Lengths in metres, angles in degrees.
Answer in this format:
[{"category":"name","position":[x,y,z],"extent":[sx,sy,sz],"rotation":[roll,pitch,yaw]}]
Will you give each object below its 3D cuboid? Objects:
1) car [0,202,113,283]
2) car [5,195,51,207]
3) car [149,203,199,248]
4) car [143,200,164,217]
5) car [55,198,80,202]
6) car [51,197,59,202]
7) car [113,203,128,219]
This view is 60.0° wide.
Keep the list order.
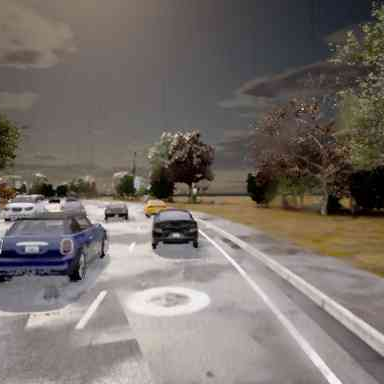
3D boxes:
[{"category":"car","position":[-3.912,1.365,9.962],"extent":[2.097,1.767,4.553],"rotation":[0,0,-4]},{"category":"car","position":[-13.515,1.254,27.308],"extent":[2.150,2.045,5.566],"rotation":[0,0,-12]},{"category":"car","position":[-0.843,1.487,14.997],"extent":[1.882,1.535,5.008],"rotation":[0,0,-6]},{"category":"car","position":[-3.556,1.501,31.739],"extent":[1.882,1.535,5.008],"rotation":[0,0,-12]},{"category":"car","position":[-10.306,1.555,28.933],"extent":[1.812,1.442,4.674],"rotation":[0,0,-12]},{"category":"car","position":[-27.003,1.628,65.544],"extent":[1.895,1.301,4.718],"rotation":[0,0,-27]},{"category":"car","position":[-6.482,1.626,28.814],"extent":[1.895,1.301,4.718],"rotation":[0,0,-11]}]
